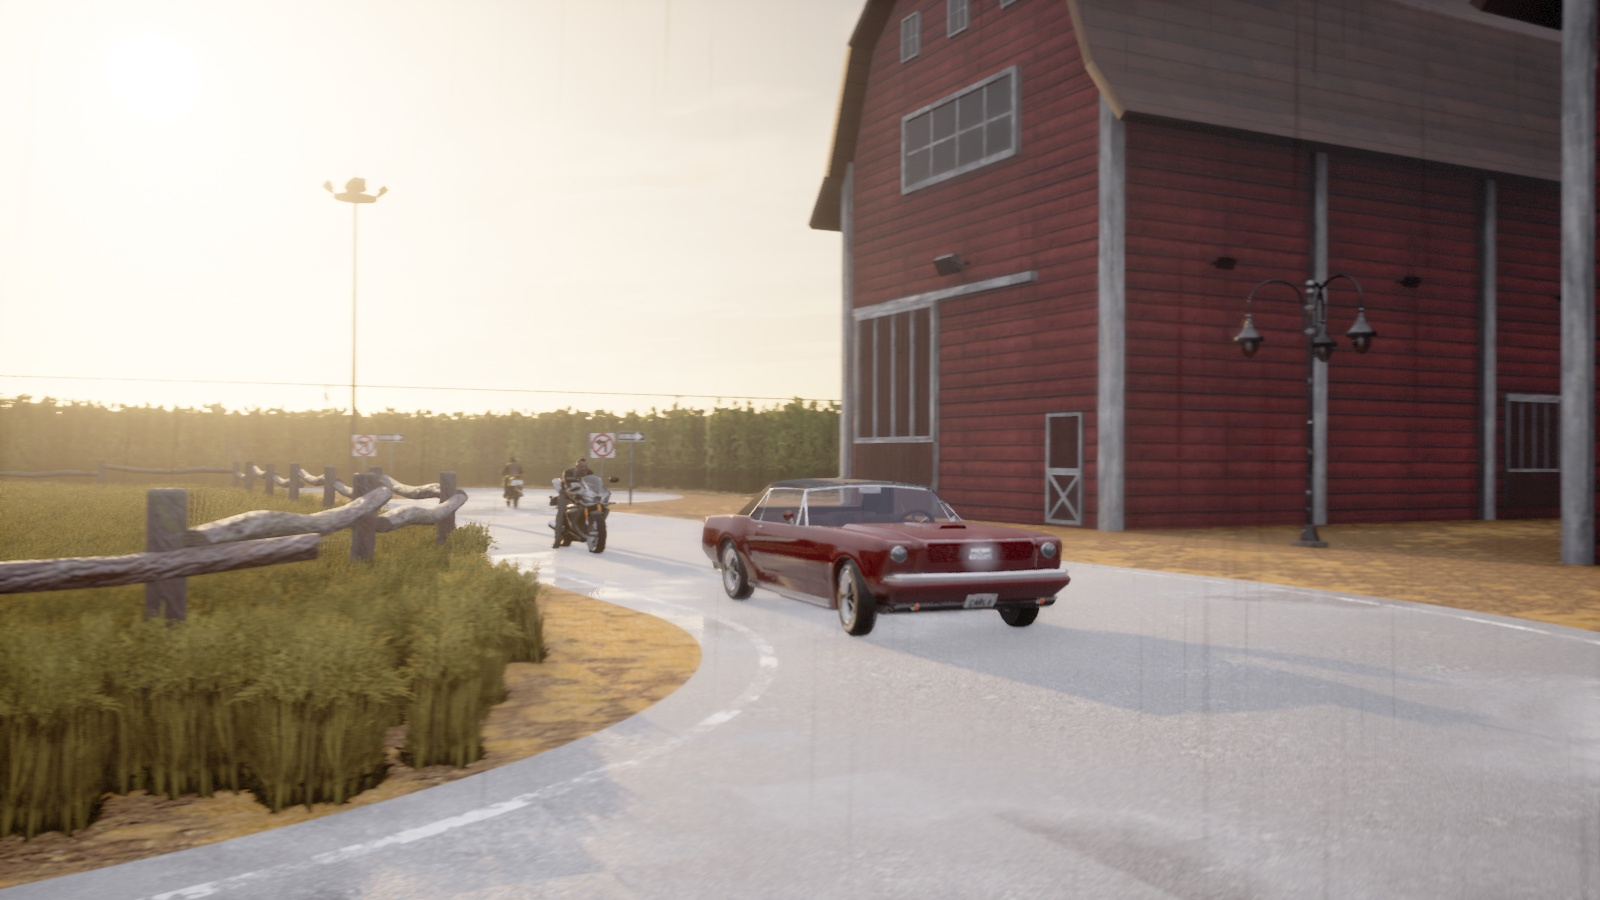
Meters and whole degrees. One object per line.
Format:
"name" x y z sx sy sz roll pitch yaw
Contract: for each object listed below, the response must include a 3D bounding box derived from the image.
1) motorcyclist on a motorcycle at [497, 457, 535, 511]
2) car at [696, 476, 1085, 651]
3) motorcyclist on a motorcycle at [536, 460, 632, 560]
"motorcyclist on a motorcycle" -8.362 0.980 36.962 0.797 1.523 2.044 2 -1 -20
"car" 0.619 0.942 12.409 1.895 1.301 4.718 0 0 -23
"motorcyclist on a motorcycle" -3.550 0.926 20.464 0.866 1.530 2.191 0 0 -29
